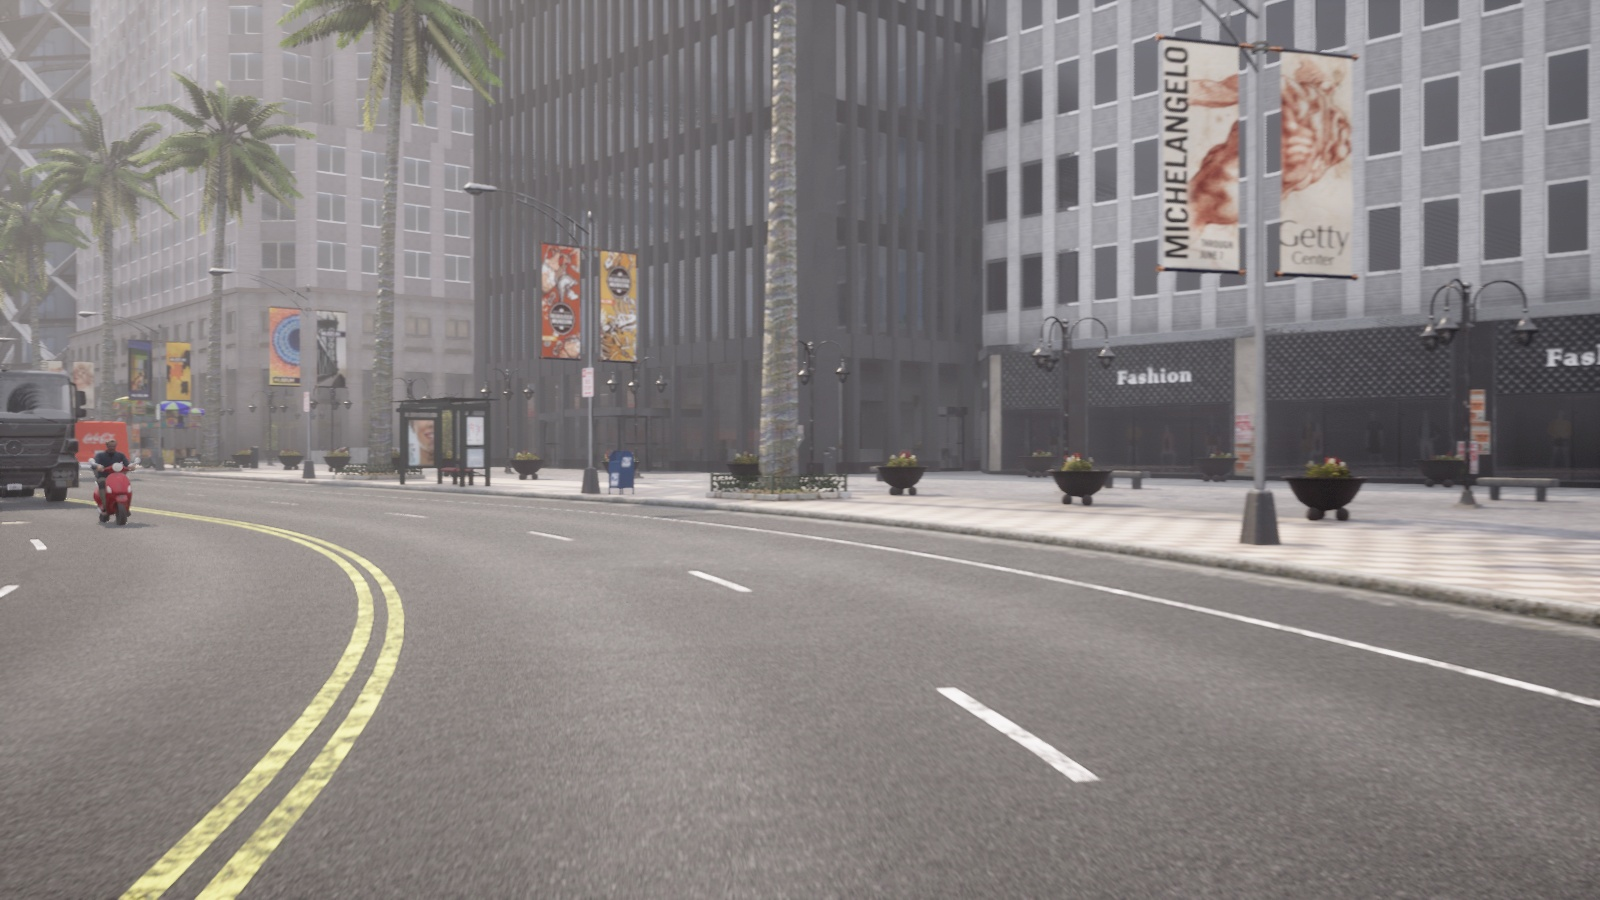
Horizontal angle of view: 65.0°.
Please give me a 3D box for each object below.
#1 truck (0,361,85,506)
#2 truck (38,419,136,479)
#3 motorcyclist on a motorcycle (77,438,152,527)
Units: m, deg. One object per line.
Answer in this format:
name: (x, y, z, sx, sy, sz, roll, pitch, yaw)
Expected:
truck: (-21.509, -0.421, 33.225, 2.891, 3.462, 7.936, 0, 0, -42)
truck: (-30.834, -0.044, 54.240, 2.627, 2.467, 5.204, 0, 0, -42)
motorcyclist on a motorcycle: (-12.694, 0.570, 23.232, 0.866, 1.590, 1.817, -1, 1, -40)
